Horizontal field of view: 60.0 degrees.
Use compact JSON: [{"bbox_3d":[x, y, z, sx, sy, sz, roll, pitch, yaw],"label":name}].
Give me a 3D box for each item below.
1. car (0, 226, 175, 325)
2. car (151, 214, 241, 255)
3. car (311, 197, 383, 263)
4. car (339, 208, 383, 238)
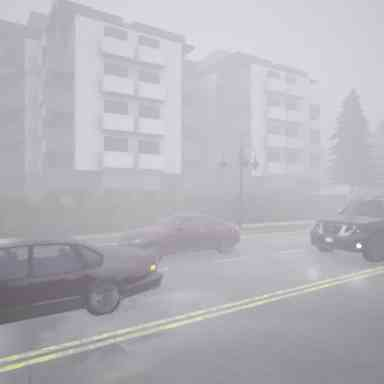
[{"bbox_3d":[-3.178,1.548,6.012,5.357,1.411,2.033,0,0,-34],"label":"car"},{"bbox_3d":[-0.336,1.526,11.970,4.674,1.442,1.812,0,0,-32],"label":"car"},{"bbox_3d":[6.952,1.220,12.285,5.566,2.045,2.150,0,0,-28],"label":"car"},{"bbox_3d":[10.475,1.600,17.904,4.718,1.301,1.895,0,0,-22],"label":"car"}]
